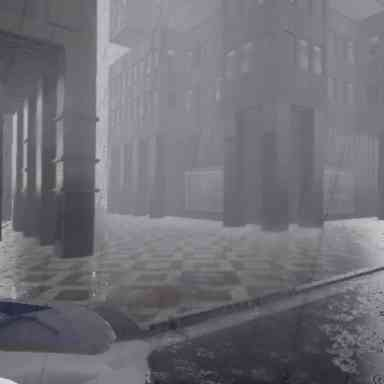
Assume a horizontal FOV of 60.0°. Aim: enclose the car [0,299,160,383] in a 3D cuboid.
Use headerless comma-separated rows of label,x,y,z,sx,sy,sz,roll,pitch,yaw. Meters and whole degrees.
car,-2.472,1.491,1.614,4.902,1.511,2.128,0,0,-35
